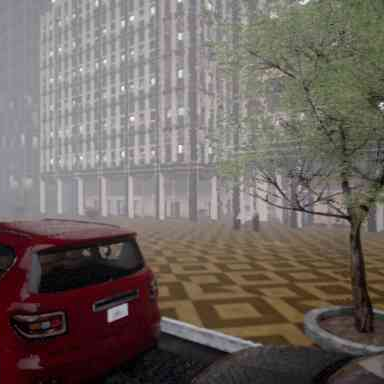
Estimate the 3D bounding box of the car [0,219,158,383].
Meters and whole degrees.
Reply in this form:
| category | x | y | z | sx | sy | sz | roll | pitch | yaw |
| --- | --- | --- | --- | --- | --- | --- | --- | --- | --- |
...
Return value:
| category | x | y | z | sx | sy | sz | roll | pitch | yaw |
| --- | --- | --- | --- | --- | --- | --- | --- | --- | --- |
| car | -2.706 | 1.328 | 4.812 | 5.009 | 1.841 | 2.192 | 0 | 0 | 36 |

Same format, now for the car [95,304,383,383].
| category | x | y | z | sx | sy | sz | roll | pitch | yaw |
| --- | --- | --- | --- | --- | --- | --- | --- | --- | --- |
| car | 1.789 | 1.549 | 1.601 | 4.403 | 1.369 | 2.008 | 0 | 0 | 36 |
